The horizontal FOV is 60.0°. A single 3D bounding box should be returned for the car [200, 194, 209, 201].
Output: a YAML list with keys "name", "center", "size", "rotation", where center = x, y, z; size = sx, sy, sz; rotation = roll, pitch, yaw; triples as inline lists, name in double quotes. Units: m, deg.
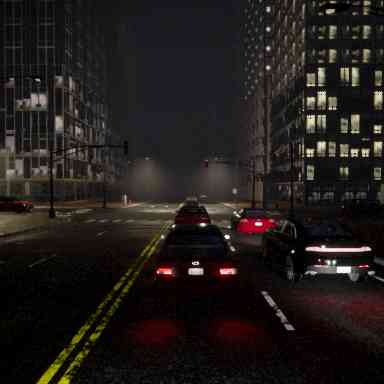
- name: "car"
  center: [3.059, 1.513, 81.449]
  size: [1.895, 1.301, 4.718]
  rotation: [0, 0, 0]

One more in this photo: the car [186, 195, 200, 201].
- name: "car"
  center: [-0.017, 1.558, 57.307]
  size: [1.895, 1.301, 4.718]
  rotation: [0, 0, 0]

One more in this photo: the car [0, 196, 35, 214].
- name: "car"
  center: [-18.286, 1.207, 33.311]
  size: [4.553, 1.767, 2.097]
  rotation: [1, 1, 1]

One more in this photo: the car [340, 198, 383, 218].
- name: "car"
  center: [16.131, 1.519, 30.245]
  size: [5.009, 1.841, 2.192]
  rotation: [1, 0, 1]

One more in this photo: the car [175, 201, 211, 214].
- name: "car"
  center: [0.061, 1.468, 18.599]
  size: [1.882, 1.535, 5.008]
  rotation: [0, 0, 1]

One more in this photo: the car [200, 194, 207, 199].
- name: "car"
  center: [3.035, 1.266, 91.421]
  size: [1.812, 1.442, 4.674]
  rotation: [0, 0, 0]

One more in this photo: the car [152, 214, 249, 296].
- name: "car"
  center: [0.081, 1.544, 8.779]
  size: [2.033, 1.411, 5.357]
  rotation: [0, 0, 0]

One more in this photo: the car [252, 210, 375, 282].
- name: "car"
  center: [3.326, 1.487, 9.694]
  size: [2.128, 1.511, 4.902]
  rotation: [0, 0, 0]

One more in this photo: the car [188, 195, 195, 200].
- name: "car"
  center: [-0.219, 1.459, 92.881]
  size: [1.994, 1.385, 4.181]
  rotation: [0, 0, 0]

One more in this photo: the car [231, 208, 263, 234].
- name: "car"
  center: [3.306, 1.554, 18.494]
  size: [1.994, 1.385, 4.181]
  rotation: [0, 0, 0]

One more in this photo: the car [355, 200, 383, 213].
- name: "car"
  center: [21.720, 1.642, 38.545]
  size: [4.829, 1.417, 1.752]
  rotation: [1, 0, 1]
